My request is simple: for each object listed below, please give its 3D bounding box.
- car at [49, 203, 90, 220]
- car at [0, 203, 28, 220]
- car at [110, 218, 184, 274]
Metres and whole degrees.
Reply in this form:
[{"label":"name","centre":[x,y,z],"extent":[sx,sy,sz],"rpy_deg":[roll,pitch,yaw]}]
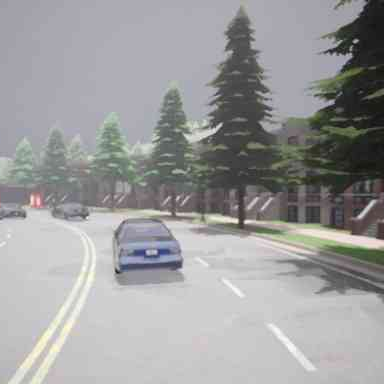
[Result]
[{"label":"car","centre":[-10.634,1.611,28.710],"extent":[2.033,1.411,5.357],"rpy_deg":[0,0,-39]},{"label":"car","centre":[-15.933,1.643,28.981],"extent":[1.994,1.385,4.181],"rpy_deg":[0,0,-45]},{"label":"car","centre":[-1.623,1.565,10.778],"extent":[2.033,1.411,5.357],"rpy_deg":[0,0,-14]}]
